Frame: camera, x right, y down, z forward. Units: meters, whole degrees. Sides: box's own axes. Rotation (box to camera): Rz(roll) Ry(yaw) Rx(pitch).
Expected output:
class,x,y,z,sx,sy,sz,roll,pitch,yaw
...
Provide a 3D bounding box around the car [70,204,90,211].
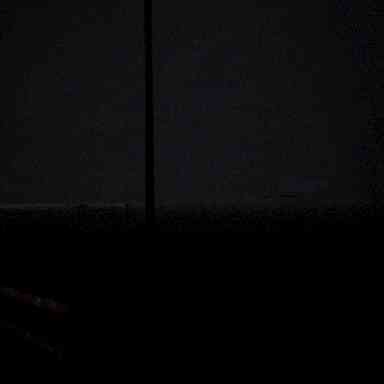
class,x,y,z,sx,sy,sz,roll,pitch,yaw
car,-21.762,3.030,64.839,1.812,1.442,4.674,-1,-1,17
